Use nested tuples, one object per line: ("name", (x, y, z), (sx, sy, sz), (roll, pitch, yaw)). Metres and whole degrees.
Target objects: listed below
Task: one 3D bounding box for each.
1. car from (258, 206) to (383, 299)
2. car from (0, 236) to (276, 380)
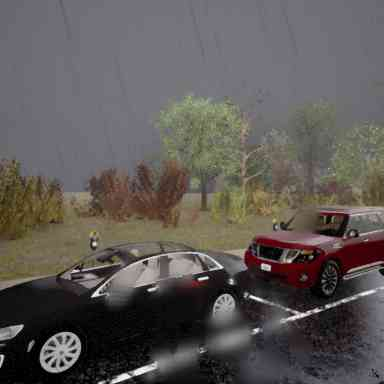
("car", (3.657, 1.317, 8.679), (5.009, 1.841, 2.192), (0, 1, -35))
("car", (-0.952, 1.551, 5.406), (4.403, 1.369, 2.008), (0, 1, -35))
